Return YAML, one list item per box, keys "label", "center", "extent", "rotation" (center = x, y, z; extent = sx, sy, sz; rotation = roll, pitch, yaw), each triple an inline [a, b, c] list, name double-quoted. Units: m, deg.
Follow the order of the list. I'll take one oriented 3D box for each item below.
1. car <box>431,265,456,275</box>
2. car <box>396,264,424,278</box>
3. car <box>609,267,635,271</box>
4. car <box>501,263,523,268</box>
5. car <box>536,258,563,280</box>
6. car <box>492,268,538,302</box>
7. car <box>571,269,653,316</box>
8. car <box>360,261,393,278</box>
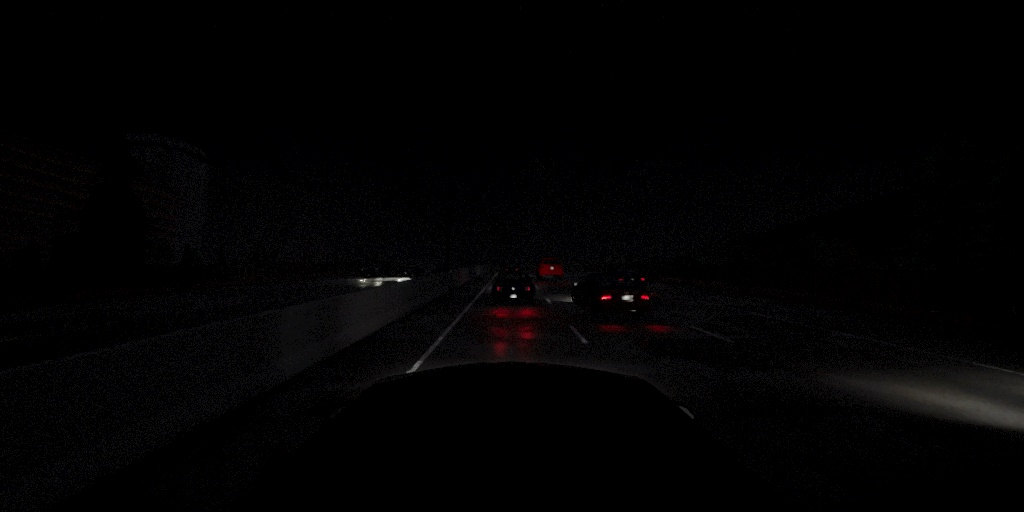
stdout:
- label: "car"
  center: [-7.191, 1.587, 37.773]
  extent: [1.895, 1.301, 4.718]
  rotation: [0, 0, 0]
- label: "car"
  center: [-10.690, 1.551, 37.898]
  extent: [1.994, 1.385, 4.181]
  rotation: [0, 0, 0]
- label: "car"
  center: [7.044, 1.440, 23.414]
  extent: [2.033, 1.411, 5.357]
  rotation: [0, 0, 0]
- label: "car"
  center: [0.012, 1.477, 35.512]
  extent: [1.837, 1.490, 4.892]
  rotation: [0, 0, 0]
- label: "car"
  center: [3.516, 1.185, 34.211]
  extent: [2.150, 2.045, 5.566]
  rotation: [0, 0, 0]
- label: "car"
  center: [0.060, 1.455, 17.670]
  extent: [1.895, 1.301, 4.718]
  rotation: [0, 0, 0]
- label: "car"
  center: [3.570, 1.376, 13.732]
  extent: [2.033, 1.411, 5.357]
  rotation: [0, 0, 0]
- label: "car"
  center: [-14.189, 1.338, 37.696]
  extent: [2.097, 1.767, 4.553]
  rotation: [0, 0, 0]
